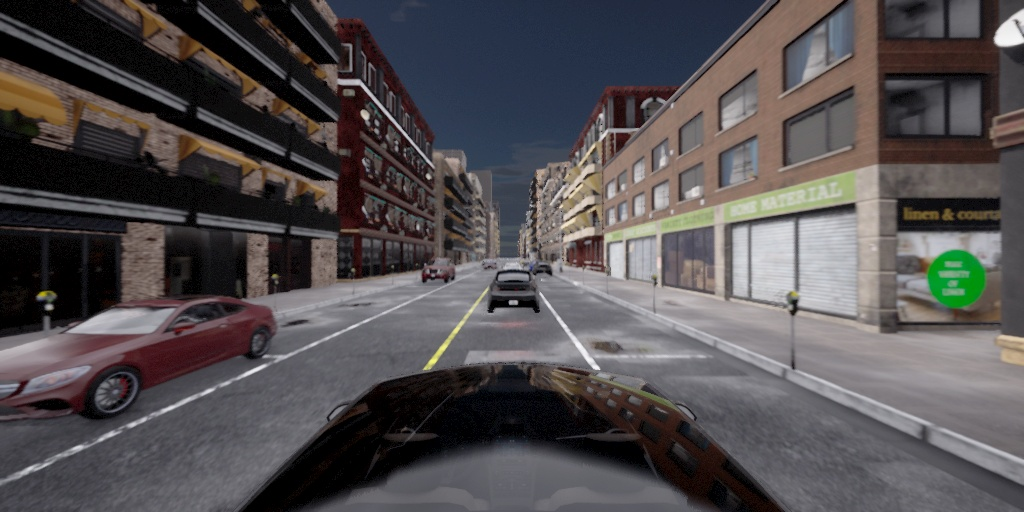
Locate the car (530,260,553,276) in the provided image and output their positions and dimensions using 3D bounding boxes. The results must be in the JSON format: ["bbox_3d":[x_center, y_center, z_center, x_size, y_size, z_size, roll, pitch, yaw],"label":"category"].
[{"bbox_3d":[3.142,1.288,37.374,1.837,1.490,4.892,0,0,0],"label":"car"}]

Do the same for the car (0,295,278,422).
[{"bbox_3d":[-5.693,1.337,5.834,1.802,1.307,4.207,0,0,0],"label":"car"}]

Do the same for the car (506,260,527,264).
[{"bbox_3d":[0.070,1.303,30.138,1.812,1.442,4.674,0,0,0],"label":"car"}]

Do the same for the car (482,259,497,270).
[{"bbox_3d":[-3.080,1.361,52.161,1.994,1.385,4.181,0,0,0],"label":"car"}]

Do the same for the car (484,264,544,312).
[{"bbox_3d":[0.068,1.269,14.224,1.837,1.490,4.892,0,0,0],"label":"car"}]

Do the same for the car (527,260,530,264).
[{"bbox_3d":[3.135,1.268,44.373,1.882,1.535,5.008,0,0,0],"label":"car"}]

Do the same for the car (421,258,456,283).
[{"bbox_3d":[-5.695,1.091,28.380,2.192,1.841,5.009,0,0,0],"label":"car"}]
